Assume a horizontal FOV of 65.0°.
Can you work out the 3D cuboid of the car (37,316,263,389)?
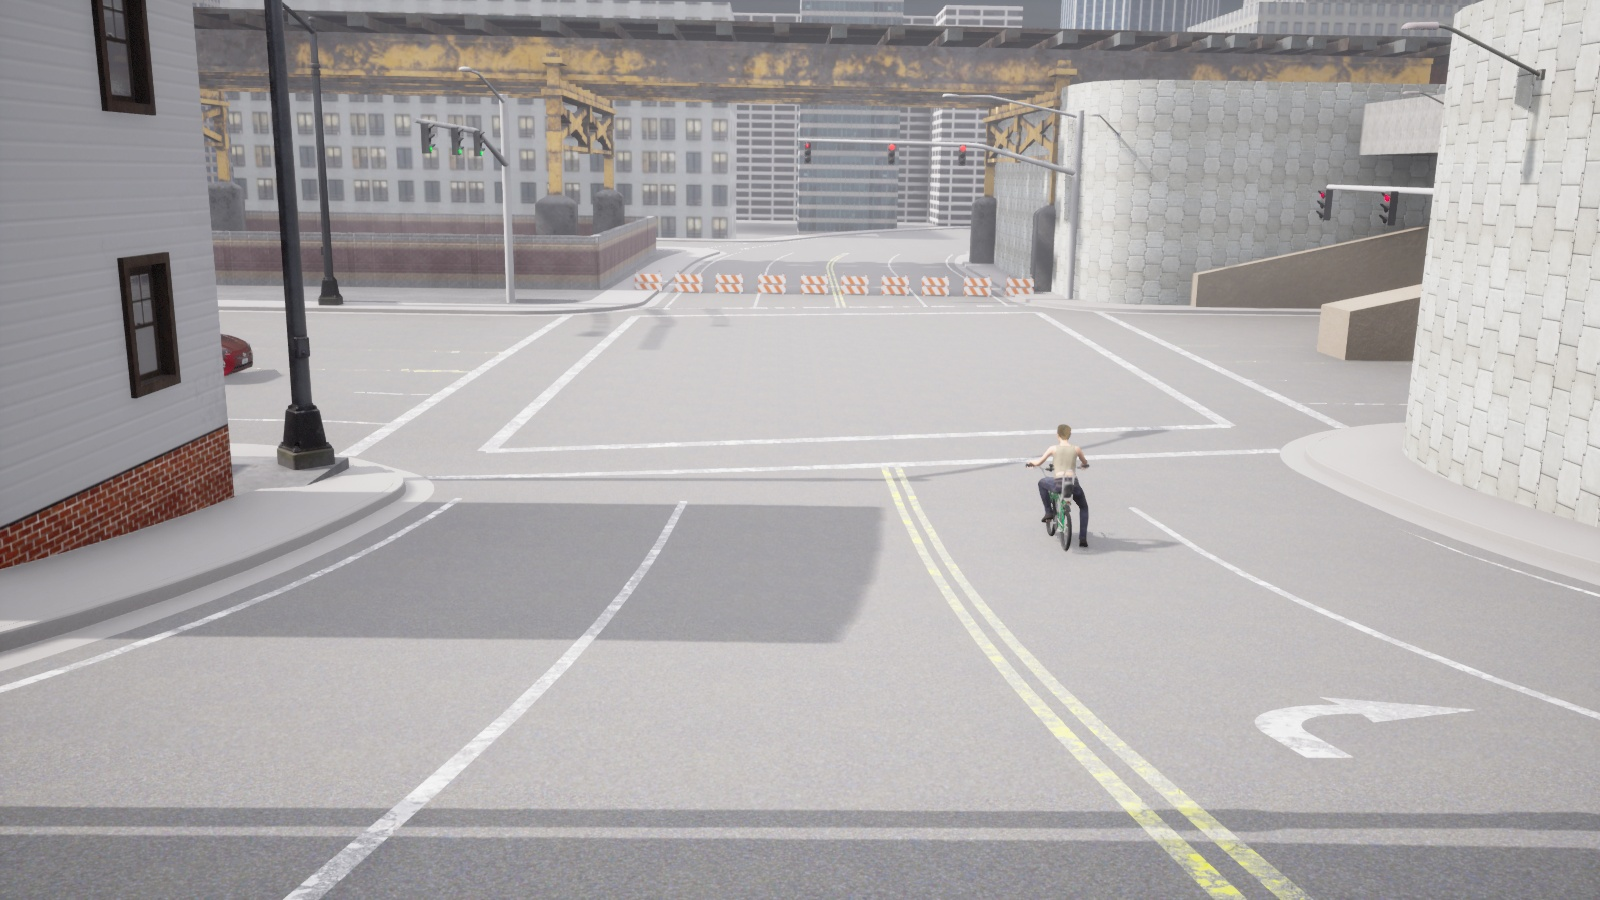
[{"bbox_3d":[-16.278,-2.487,31.649,4.514,1.525,2.007,0,12,0],"label":"car"}]

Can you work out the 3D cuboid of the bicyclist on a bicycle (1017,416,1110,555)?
[{"bbox_3d":[3.455,0.431,16.597,0.866,1.612,1.509,0,7,0],"label":"bicyclist on a bicycle"}]
